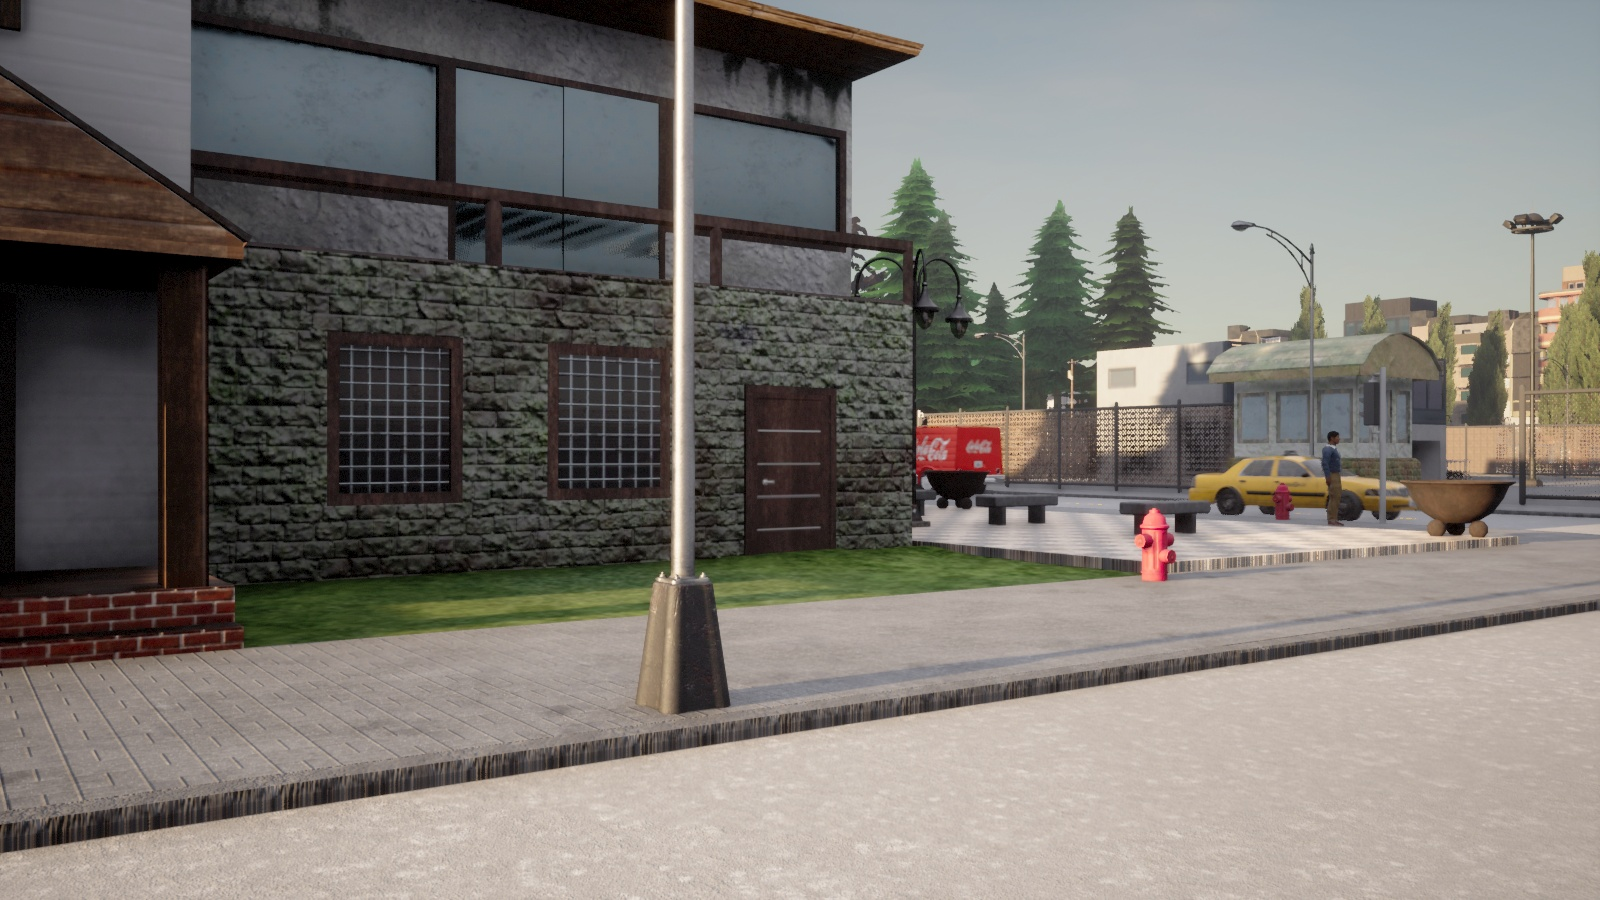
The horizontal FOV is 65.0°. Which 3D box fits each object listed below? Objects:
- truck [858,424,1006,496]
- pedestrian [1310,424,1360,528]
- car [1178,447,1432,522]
[{"bbox_3d":[4.758,0.362,45.928,2.627,2.467,5.204,0,0,-35],"label":"truck"},{"bbox_3d":[10.221,0.487,24.008,0.788,1.949,0.423,0,0,39],"label":"pedestrian"},{"bbox_3d":[11.550,0.731,29.157,1.801,1.575,5.366,0,0,-35],"label":"car"}]
